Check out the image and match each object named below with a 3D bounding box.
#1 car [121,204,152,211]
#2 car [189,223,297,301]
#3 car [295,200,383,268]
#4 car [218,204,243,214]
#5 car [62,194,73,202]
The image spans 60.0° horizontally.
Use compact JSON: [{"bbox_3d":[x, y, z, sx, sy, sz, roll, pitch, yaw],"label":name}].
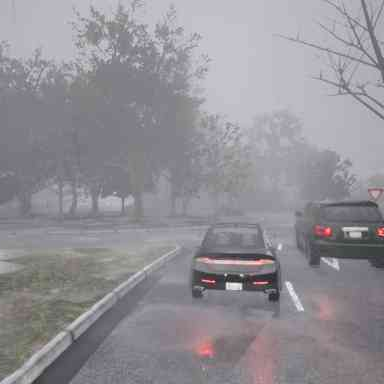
[{"bbox_3d":[-9.915,2.711,59.532,5.357,1.411,2.033,0,-1,0],"label":"car"},{"bbox_3d":[1.118,1.531,8.469,2.128,1.511,4.902,0,-1,8],"label":"car"},{"bbox_3d":[4.982,1.287,11.695,2.150,2.045,5.566,0,-1,11],"label":"car"},{"bbox_3d":[5.450,2.434,48.869,1.812,1.442,4.674,1,-2,-34],"label":"car"},{"bbox_3d":[-32.660,1.889,85.412,1.946,1.575,5.366,0,2,-12],"label":"car"}]
